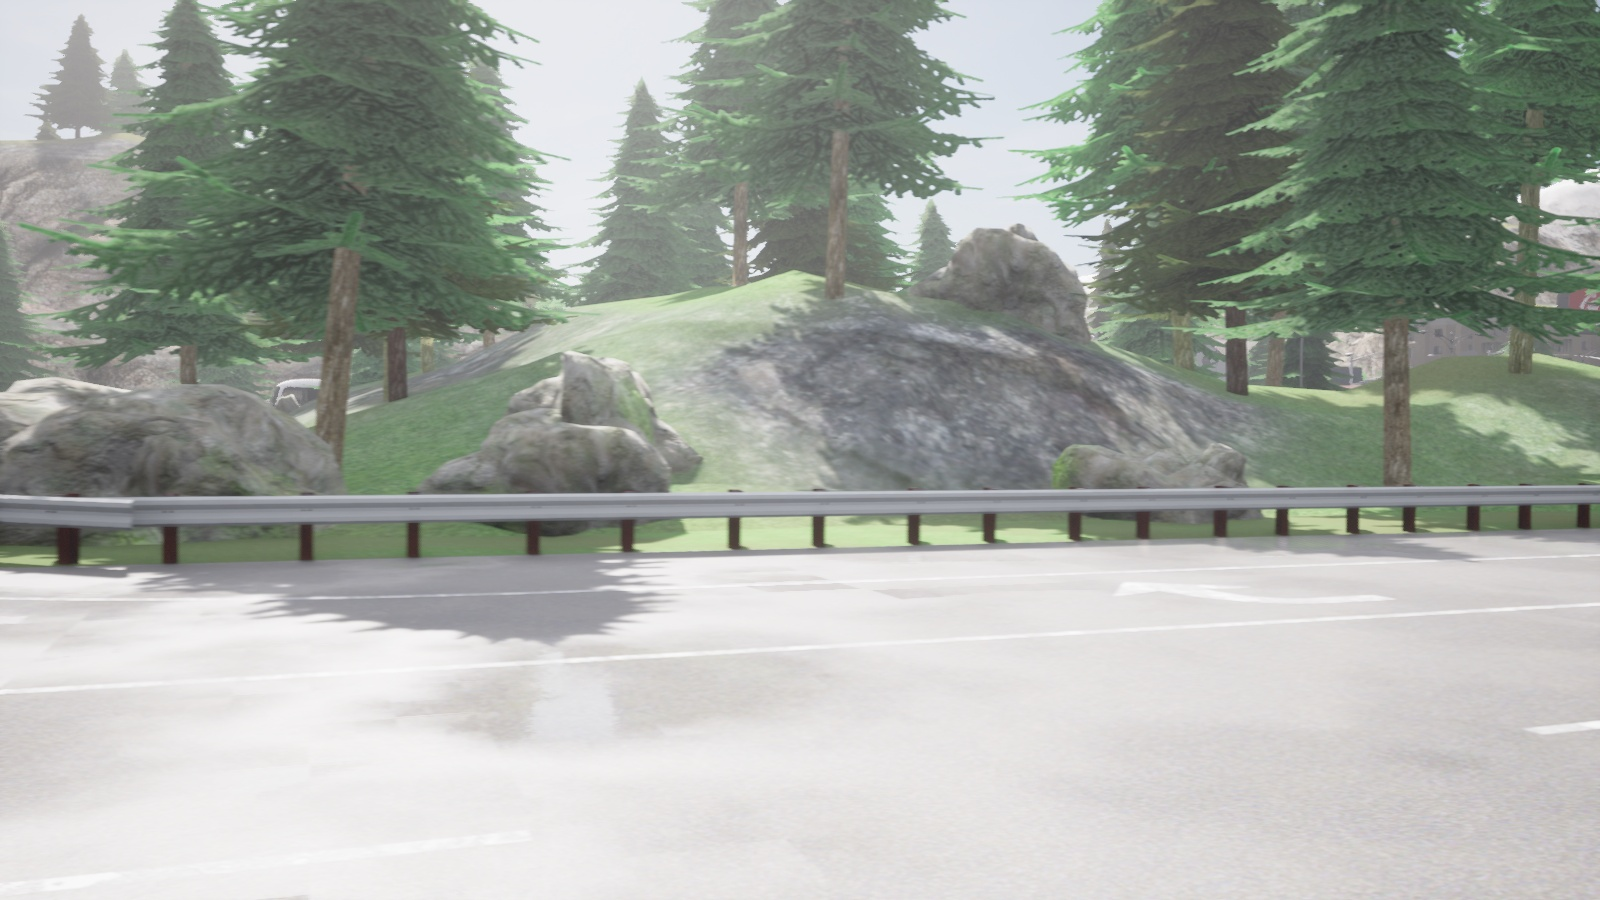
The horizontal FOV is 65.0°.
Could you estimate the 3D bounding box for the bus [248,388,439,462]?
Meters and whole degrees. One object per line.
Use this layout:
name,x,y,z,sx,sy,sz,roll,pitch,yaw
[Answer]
bus,-27.408,-1.516,75.504,10.273,4.253,3.944,-1,1,-28
